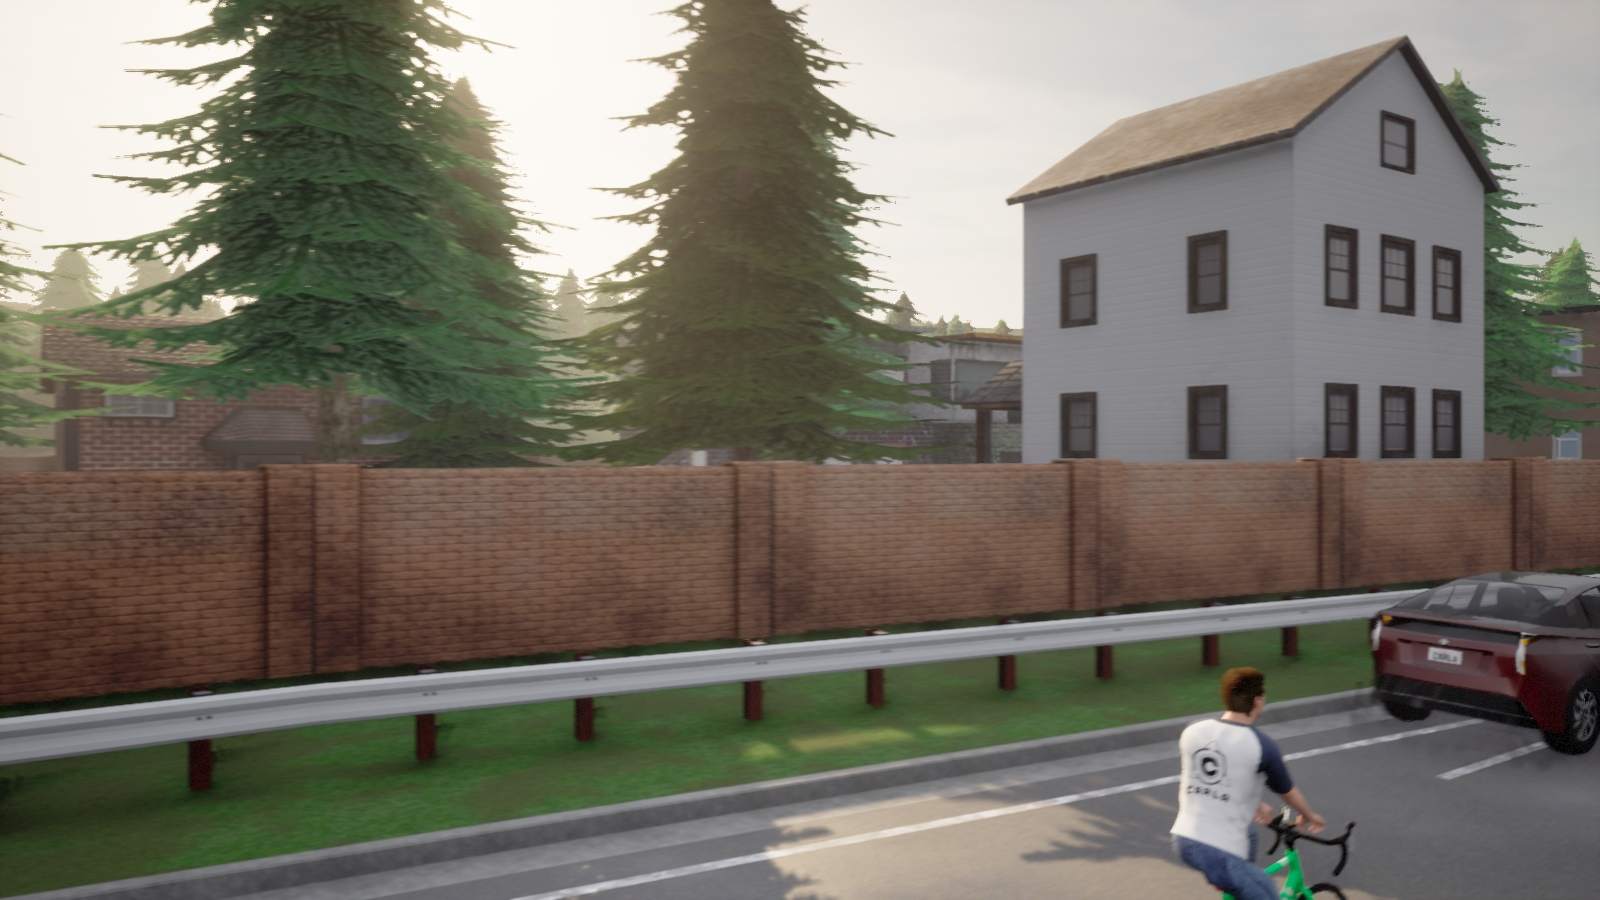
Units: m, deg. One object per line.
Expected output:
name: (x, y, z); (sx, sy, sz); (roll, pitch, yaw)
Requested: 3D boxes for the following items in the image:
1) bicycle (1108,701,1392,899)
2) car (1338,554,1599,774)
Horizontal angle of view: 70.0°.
bicycle: (2.141, 2.056, 5.344); (1.643, 1.496, 0.373); (0, 0, -34)
car: (7.901, 2.040, 11.944); (4.514, 1.525, 2.007); (0, 0, -32)
